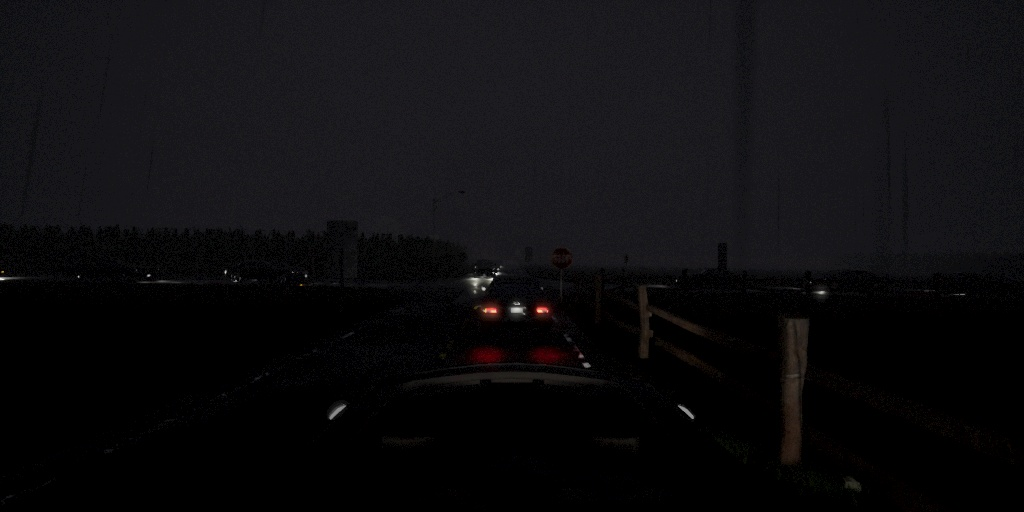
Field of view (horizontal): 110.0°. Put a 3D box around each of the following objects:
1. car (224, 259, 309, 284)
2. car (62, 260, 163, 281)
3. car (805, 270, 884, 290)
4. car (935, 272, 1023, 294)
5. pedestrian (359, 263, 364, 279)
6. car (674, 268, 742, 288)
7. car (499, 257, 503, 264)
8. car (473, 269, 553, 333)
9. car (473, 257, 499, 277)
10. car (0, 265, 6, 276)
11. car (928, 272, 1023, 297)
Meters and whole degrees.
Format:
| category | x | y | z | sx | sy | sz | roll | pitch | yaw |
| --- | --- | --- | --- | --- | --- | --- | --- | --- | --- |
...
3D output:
| category | x | y | z | sx | sy | sz | roll | pitch | yaw |
| --- | --- | --- | --- | --- | --- | --- | --- | --- | --- |
| car | -15.702 | 0.977 | 23.125 | 4.902 | 1.511 | 2.128 | 1 | -1 | 1 |
| car | -25.611 | 0.911 | 23.113 | 4.718 | 1.301 | 1.895 | 1 | -1 | 0 |
| car | 24.323 | 1.733 | 26.314 | 4.892 | 1.490 | 1.837 | 1 | -1 | 0 |
| car | 34.956 | 1.967 | 26.360 | 5.357 | 1.411 | 2.033 | 1 | -1 | 0 |
| pedestrian | -12.229 | 1.170 | 29.155 | 0.375 | 1.300 | 0.375 | 0 | -2 | 0 |
| car | 14.378 | 1.575 | 26.261 | 4.674 | 1.442 | 1.812 | 1 | -1 | 0 |
| car | -2.921 | 1.306 | 59.936 | 2.033 | 1.411 | 5.357 | 0 | 0 | 0 |
| car | 0.045 | 1.299 | 10.762 | 2.033 | 1.411 | 5.357 | 0 | 0 | -1 |
| car | -2.659 | 1.106 | 34.394 | 2.097 | 1.767 | 4.553 | 0 | 0 | -5 |
| car | -35.690 | 0.697 | 23.071 | 4.181 | 1.385 | 1.994 | 1 | -1 | 0 |
| car | 30.323 | 1.801 | 23.399 | 4.902 | 1.511 | 2.128 | 1 | -1 | 0 |
